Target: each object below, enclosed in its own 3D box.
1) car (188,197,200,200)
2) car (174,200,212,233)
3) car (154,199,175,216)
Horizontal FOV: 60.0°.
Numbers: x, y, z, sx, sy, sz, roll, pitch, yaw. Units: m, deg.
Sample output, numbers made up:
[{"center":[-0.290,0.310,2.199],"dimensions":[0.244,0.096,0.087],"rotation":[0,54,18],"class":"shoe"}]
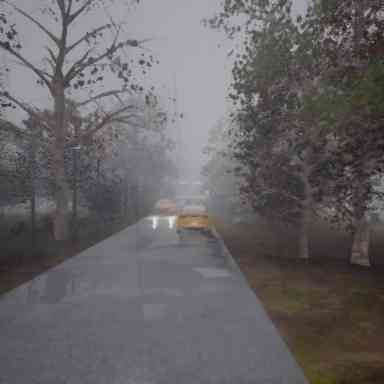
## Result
[{"center":[0.219,1.367,40.115],"dimensions":[2.097,1.767,4.553],"rotation":[0,0,0],"class":"car"},{"center":[0.131,1.485,19.621],"dimensions":[1.882,1.535,5.008],"rotation":[0,0,0],"class":"car"},{"center":[-2.707,1.490,33.530],"dimensions":[1.882,1.535,5.008],"rotation":[0,0,1],"class":"car"}]
